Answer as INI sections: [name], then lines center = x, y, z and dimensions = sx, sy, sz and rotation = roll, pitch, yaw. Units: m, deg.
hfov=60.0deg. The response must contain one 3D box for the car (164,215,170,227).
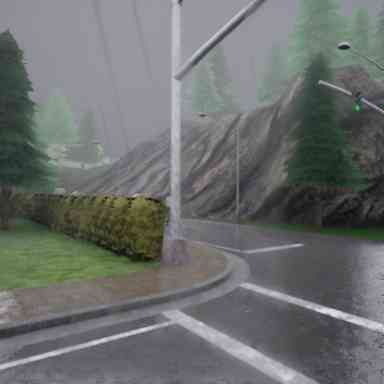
[car]
center = -3.337, 1.567, 22.893
dimensions = 1.837, 1.490, 4.892
rotation = 1, 0, -38
